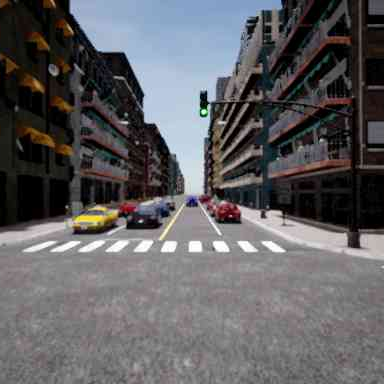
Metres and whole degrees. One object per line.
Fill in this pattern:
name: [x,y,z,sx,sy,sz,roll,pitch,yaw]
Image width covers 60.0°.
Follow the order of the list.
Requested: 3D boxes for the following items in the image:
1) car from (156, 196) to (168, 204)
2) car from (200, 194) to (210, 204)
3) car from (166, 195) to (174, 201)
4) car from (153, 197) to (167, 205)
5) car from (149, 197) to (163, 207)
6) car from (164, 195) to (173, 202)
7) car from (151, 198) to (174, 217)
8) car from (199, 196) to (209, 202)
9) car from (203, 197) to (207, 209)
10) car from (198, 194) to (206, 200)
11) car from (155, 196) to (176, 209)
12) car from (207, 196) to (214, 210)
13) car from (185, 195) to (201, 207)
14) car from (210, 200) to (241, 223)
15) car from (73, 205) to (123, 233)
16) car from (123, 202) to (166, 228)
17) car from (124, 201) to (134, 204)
car: [-5.678,1.578,64.301,1.887,1.381,4.507,1,0,0]
car: [2.706,1.348,64.288,2.192,1.841,5.009,1,0,0]
car: [-5.676,1.600,86.394,2.008,1.369,4.403,1,0,0]
car: [-5.678,1.580,58.778,2.008,1.369,4.403,1,0,0]
car: [-5.679,1.551,53.084,1.752,1.417,4.829,1,0,0]
car: [-5.676,1.570,80.700,1.752,1.417,4.829,1,0,0]
car: [-3.087,1.578,31.535,1.994,1.385,4.181,0,0,0]
car: [2.704,1.606,75.333,1.947,1.339,4.313,1,0,0]
car: [2.701,1.601,42.193,1.802,1.307,4.206,1,0,0]
car: [2.706,1.494,91.904,1.967,1.590,4.097,1,0,0]
car: [-3.083,1.511,41.874,2.128,1.511,4.902,0,0,0]
car: [2.702,1.453,31.146,1.967,1.590,4.097,1,0,0]
car: [0.005,1.550,51.883,1.812,1.442,4.674,0,0,0]
car: [2.700,1.555,25.622,1.887,1.381,4.507,1,0,0]
car: [-5.680,1.534,19.943,1.752,1.417,4.829,1,0,0]
car: [-3.088,1.573,22.087,1.994,1.385,4.181,0,0,0]
car: [-5.680,1.559,31.160,1.887,1.381,4.507,1,0,0]
